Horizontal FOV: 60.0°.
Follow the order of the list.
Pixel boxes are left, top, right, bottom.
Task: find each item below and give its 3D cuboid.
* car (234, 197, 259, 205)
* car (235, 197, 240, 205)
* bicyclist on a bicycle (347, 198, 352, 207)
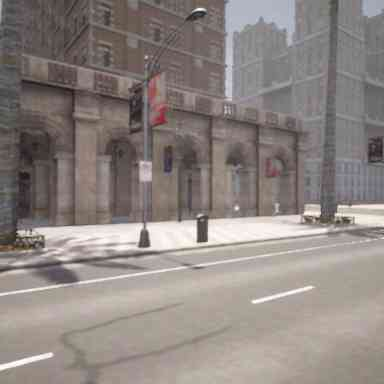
[{"bbox_3d":[11.558,1.920,71.382,2.033,1.411,5.357,1,0,-37],"label":"car"},{"bbox_3d":[8.738,1.868,69.309,1.812,1.442,4.674,1,0,-37],"label":"car"},{"bbox_3d":[28.654,1.912,60.349,1.656,1.620,0.582,0,0,-36],"label":"bicyclist on a bicycle"}]
